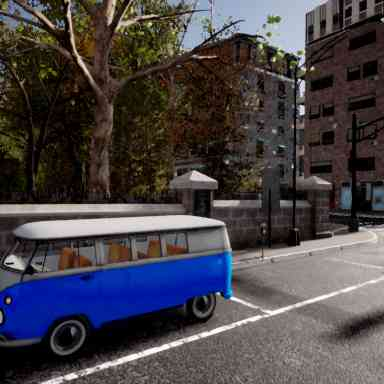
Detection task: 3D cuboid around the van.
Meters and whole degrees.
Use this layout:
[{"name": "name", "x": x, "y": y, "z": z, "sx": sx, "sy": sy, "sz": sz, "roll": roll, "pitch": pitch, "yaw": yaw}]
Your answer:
[{"name": "van", "x": -1.155, "y": 1.342, "z": 5.677, "sx": 3.998, "sy": 1.788, "sz": 1.690, "roll": 0, "pitch": 1, "yaw": -36}]
